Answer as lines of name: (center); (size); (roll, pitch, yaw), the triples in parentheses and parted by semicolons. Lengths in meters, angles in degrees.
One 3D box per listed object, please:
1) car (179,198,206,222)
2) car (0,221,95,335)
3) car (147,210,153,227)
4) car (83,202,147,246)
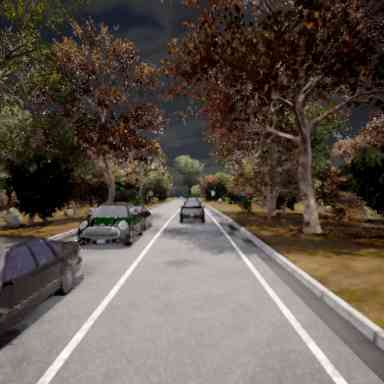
car: (0.029, 1.442, 25.538); (2.128, 1.511, 4.902); (0, 0, 0)
car: (-3.591, 1.530, 5.888); (2.033, 1.411, 5.357); (0, 0, 0)
car: (-3.561, 1.503, 20.176); (1.994, 1.385, 4.181); (0, 0, 0)
car: (-3.495, 1.297, 15.010); (2.097, 1.767, 4.553); (0, 0, 0)
